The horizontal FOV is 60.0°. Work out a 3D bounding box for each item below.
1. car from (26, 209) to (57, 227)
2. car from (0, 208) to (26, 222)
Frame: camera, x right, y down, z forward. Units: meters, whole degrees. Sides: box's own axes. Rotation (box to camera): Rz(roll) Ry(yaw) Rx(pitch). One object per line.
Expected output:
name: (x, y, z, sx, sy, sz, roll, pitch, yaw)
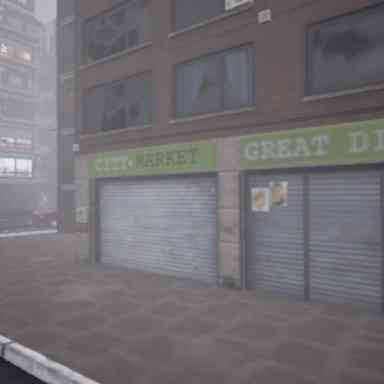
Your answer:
car: (-10.661, 2.073, 27.256, 1.887, 1.381, 4.507, -2, -2, 35)
car: (-17.485, 2.194, 32.061, 1.802, 1.307, 4.206, -2, -2, 35)
